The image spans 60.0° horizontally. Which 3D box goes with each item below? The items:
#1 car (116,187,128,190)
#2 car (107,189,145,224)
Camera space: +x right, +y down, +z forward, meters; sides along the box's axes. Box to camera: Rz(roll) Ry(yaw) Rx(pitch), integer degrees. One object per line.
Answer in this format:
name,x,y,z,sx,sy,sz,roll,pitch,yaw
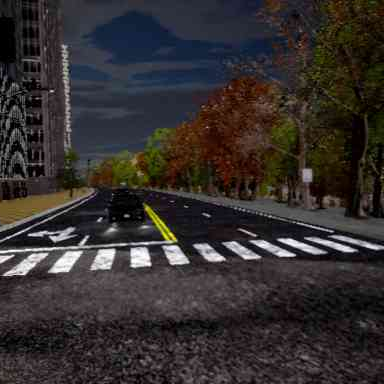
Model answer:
car,-11.741,-0.217,56.046,1.994,1.385,4.181,-2,2,-14
car,-3.826,0.874,19.469,1.882,1.535,5.008,-2,2,-11
